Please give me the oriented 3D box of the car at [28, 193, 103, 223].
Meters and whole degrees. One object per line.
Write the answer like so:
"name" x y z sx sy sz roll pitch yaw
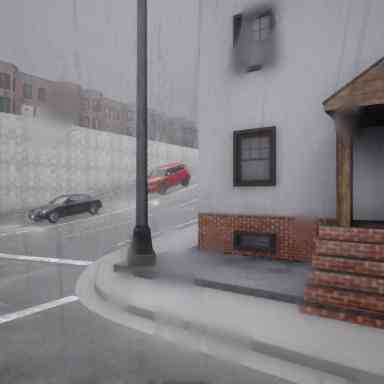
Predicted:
"car" -7.782 0.873 20.830 1.812 1.442 4.674 0 7 35

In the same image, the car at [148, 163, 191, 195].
"car" -2.305 -1.187 28.661 2.150 2.045 5.566 0 13 34
